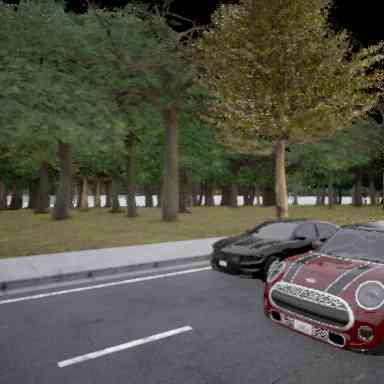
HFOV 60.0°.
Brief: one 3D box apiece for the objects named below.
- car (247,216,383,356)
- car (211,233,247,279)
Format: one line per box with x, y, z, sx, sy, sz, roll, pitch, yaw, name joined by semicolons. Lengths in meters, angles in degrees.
3.437;1.369;6.132;4.553;1.767;2.097;0;0;-35;car
2.805;1.500;9.671;5.008;1.535;1.882;0;0;-35;car
